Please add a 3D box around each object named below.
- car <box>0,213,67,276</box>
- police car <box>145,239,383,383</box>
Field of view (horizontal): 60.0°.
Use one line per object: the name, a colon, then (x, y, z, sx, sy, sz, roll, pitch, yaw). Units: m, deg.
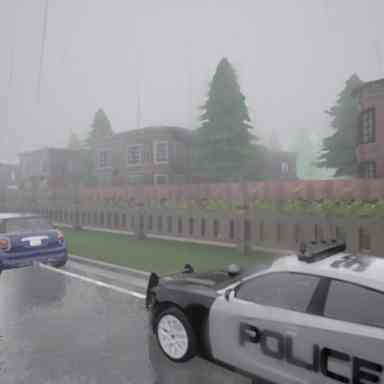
car: (-5.940, 1.437, 10.640, 4.553, 1.767, 2.097, -1, 0, 41)
police car: (1.466, 1.444, 4.129, 5.238, 1.638, 1.930, -1, 0, 41)
